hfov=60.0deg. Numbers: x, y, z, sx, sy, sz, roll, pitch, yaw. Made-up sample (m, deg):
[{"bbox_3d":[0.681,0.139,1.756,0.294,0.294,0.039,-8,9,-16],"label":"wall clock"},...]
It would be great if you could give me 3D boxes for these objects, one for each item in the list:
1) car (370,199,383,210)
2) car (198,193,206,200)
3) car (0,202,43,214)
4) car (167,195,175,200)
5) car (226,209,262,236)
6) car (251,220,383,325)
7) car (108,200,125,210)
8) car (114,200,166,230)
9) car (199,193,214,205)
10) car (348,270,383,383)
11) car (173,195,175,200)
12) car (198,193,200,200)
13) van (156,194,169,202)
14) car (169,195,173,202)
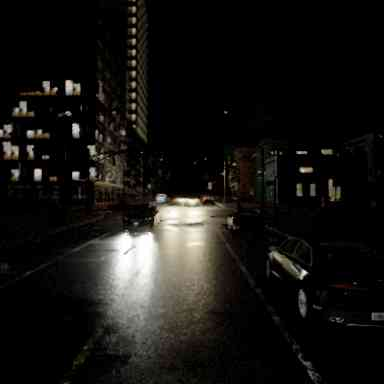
[{"bbox_3d":[20.673,1.209,33.663,4.829,1.417,1.752,-1,0,1],"label":"car"},{"bbox_3d":[2.681,1.212,89.901,2.192,1.841,5.009,1,0,0],"label":"car"},{"bbox_3d":[-17.436,1.626,34.018,4.206,1.307,1.802,-1,0,1],"label":"car"},{"bbox_3d":[-5.704,1.463,89.860,1.947,1.339,4.313,1,0,0],"label":"car"},{"bbox_3d":[2.821,1.566,17.895,1.802,1.307,4.206,1,0,0],"label":"car"},{"bbox_3d":[2.700,1.545,6.942,2.008,1.369,4.403,1,0,0],"label":"car"},{"bbox_3d":[-6.671,1.571,36.604,4.718,1.301,1.895,-1,0,1],"label":"car"},{"bbox_3d":[-3.058,1.473,20.717,2.128,1.511,4.902,0,0,0],"label":"car"},{"bbox_3d":[2.688,1.381,55.857,1.967,1.590,4.097,1,0,0],"label":"car"},{"bbox_3d":[2.702,1.565,1.464,1.947,1.339,4.313,1,0,0],"label":"car"},{"bbox_3d":[-5.702,1.486,84.186,1.802,1.307,4.206,1,0,0],"label":"car"},{"bbox_3d":[2.687,1.241,67.205,2.192,1.841,5.009,1,0,0],"label":"car"},{"bbox_3d":[-5.692,1.274,61.490,1.690,1.788,3.998,1,0,0],"label":"van"},{"bbox_3d":[-5.698,1.444,72.668,1.752,1.417,4.829,1,0,0],"label":"car"}]
